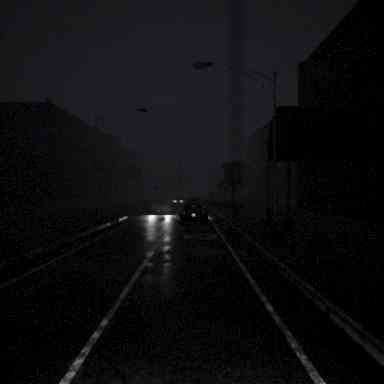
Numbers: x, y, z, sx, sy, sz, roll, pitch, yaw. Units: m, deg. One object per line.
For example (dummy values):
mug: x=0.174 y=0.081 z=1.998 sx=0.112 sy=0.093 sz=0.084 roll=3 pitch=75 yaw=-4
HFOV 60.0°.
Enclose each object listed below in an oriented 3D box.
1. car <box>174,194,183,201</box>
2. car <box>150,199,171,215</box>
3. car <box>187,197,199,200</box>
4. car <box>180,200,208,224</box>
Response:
car: x=-2.955 y=1.171 z=73.720 sx=2.033 sy=1.411 sz=5.357 roll=0 pitch=0 yaw=0
car: x=-3.078 y=1.436 z=33.147 sx=1.812 sy=1.442 sz=4.674 roll=0 pitch=0 yaw=0
car: x=0.125 y=1.368 z=41.775 sx=1.837 sy=1.490 sz=4.892 roll=0 pitch=0 yaw=0
car: x=0.114 y=1.511 z=24.521 sx=1.994 sy=1.385 sz=4.181 roll=0 pitch=0 yaw=0
